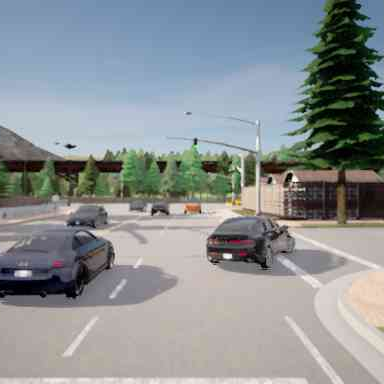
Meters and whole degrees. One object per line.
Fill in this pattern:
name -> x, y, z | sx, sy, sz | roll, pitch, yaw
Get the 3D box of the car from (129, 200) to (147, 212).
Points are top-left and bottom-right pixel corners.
car -> -7.020, 1.870, 43.507 | 1.837, 1.490, 4.892 | 0, 0, 0

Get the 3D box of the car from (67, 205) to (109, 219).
car -> -7.108, 1.680, 23.086 | 1.837, 1.490, 4.892 | 0, 0, 0

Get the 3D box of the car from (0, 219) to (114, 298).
car -> -3.409, 1.632, 8.741 | 1.994, 1.385, 4.181 | 0, 0, 0

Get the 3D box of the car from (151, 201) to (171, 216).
car -> -3.417, 1.782, 36.510 | 1.837, 1.490, 4.892 | 0, 0, 0

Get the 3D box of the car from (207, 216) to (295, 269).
car -> 2.155, 1.593, 11.665 | 1.837, 1.490, 4.892 | -3, -2, 28

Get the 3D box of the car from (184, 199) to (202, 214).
car -> 0.109, 1.658, 40.389 | 2.097, 1.767, 4.553 | 0, 0, 0
